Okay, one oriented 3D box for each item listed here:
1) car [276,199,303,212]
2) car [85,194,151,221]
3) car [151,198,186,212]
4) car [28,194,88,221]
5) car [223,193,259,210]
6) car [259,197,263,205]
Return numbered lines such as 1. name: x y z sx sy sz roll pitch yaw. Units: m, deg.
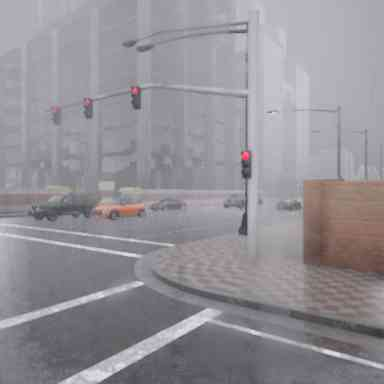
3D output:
1. car: 11.169 1.491 38.054 1.812 1.442 4.674 0 0 36
2. car: -5.851 1.298 26.789 2.097 1.767 4.553 0 0 36
3. car: -2.597 1.440 37.267 1.837 1.490 4.892 0 0 36
4. car: -10.149 1.157 26.818 2.150 2.045 5.566 0 0 36
5. car: 6.211 1.166 43.460 2.150 2.045 5.566 0 0 36
6. car: 10.001 1.429 54.548 2.128 1.511 4.902 0 0 36
